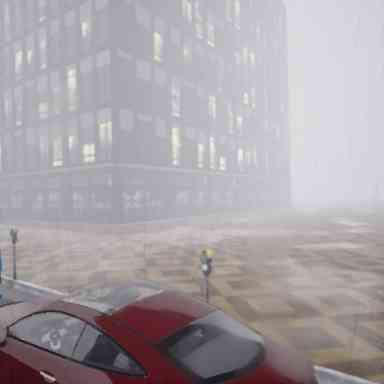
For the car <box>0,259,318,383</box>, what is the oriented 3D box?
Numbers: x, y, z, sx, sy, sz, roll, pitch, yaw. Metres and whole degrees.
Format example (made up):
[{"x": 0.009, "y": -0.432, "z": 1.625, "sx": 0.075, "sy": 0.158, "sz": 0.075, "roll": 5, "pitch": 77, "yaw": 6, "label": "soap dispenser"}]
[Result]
[{"x": -0.869, "y": 1.598, "z": 3.358, "sx": 4.206, "sy": 1.307, "sz": 1.802, "roll": 0, "pitch": -1, "yaw": 36, "label": "car"}]

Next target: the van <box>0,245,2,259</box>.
[{"x": -5.399, "y": 1.391, "z": 6.596, "sx": 3.998, "sy": 1.788, "sz": 1.690, "roll": 0, "pitch": -1, "yaw": 36, "label": "van"}]
